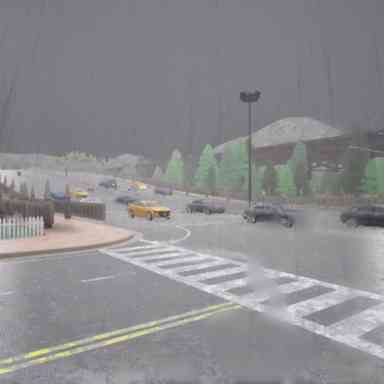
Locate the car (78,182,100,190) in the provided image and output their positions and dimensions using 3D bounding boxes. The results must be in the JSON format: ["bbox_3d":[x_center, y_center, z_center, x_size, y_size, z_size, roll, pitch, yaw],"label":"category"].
[{"bbox_3d":[-19.054,-0.969,60.163,2.097,1.767,4.553,0,7,-37],"label":"car"}]

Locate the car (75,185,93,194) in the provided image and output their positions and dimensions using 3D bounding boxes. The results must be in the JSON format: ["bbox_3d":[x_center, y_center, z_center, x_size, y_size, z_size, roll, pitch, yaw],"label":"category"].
[{"bbox_3d":[-17.798,0.230,52.559,1.882,1.535,5.008,0,6,-37],"label":"car"}]

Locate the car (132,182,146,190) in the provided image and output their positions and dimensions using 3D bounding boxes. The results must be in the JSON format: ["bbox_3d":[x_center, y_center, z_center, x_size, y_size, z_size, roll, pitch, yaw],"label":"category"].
[{"bbox_3d":[-11.950,-1.425,74.018,1.882,1.535,5.008,0,7,-37],"label":"car"}]

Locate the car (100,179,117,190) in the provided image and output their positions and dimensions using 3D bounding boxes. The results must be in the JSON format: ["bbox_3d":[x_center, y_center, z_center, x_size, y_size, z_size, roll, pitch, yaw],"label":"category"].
[{"bbox_3d":[-17.648,-1.706,69.989,2.150,2.045,5.566,0,7,-37],"label":"car"}]

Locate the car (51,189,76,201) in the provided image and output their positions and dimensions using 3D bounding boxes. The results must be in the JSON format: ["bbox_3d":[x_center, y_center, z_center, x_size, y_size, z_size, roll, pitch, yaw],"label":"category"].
[{"bbox_3d":[-19.060,0.480,48.388,1.882,1.535,5.008,0,6,-37],"label":"car"}]

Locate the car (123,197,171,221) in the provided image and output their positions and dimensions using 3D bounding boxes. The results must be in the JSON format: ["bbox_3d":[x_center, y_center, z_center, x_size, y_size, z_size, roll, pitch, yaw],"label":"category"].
[{"bbox_3d":[-3.632,1.474,27.939,1.882,1.535,5.008,0,0,-37],"label":"car"}]

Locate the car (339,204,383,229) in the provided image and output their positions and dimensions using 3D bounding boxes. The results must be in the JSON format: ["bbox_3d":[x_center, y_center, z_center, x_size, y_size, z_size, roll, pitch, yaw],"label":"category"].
[{"bbox_3d":[11.354,1.505,19.788,1.837,1.490,4.892,0,0,-37],"label":"car"}]

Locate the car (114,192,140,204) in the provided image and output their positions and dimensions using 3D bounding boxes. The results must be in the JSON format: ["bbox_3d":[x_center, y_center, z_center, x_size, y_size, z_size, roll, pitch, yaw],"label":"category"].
[{"bbox_3d":[-9.245,1.146,46.948,1.895,1.301,4.718,0,4,-37],"label":"car"}]

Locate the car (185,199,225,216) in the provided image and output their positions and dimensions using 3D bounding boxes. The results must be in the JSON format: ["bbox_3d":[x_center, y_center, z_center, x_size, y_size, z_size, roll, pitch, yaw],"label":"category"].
[{"bbox_3d":[1.250,1.498,33.089,1.837,1.490,4.892,0,0,-37],"label":"car"}]

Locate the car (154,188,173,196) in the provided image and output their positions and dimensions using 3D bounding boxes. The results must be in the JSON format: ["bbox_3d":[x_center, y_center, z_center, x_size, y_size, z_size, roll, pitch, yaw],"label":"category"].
[{"bbox_3d":[-5.686,-0.126,65.843,2.128,1.511,4.902,0,7,-37],"label":"car"}]

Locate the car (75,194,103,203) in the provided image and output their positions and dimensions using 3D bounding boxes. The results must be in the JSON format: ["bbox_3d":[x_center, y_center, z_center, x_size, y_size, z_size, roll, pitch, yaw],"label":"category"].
[{"bbox_3d":[-11.553,1.338,38.417,1.812,1.442,4.674,0,2,-37],"label":"car"}]

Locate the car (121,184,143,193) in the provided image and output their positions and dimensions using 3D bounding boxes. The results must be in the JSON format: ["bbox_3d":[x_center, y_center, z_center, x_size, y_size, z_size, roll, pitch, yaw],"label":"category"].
[{"bbox_3d":[-11.528,-0.064,61.964,1.895,1.301,4.718,0,7,-37],"label":"car"}]

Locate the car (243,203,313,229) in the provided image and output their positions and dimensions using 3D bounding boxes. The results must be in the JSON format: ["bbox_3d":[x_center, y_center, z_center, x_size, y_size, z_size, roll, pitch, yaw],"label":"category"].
[{"bbox_3d":[5.483,1.493,21.728,2.128,1.511,4.902,0,0,-37],"label":"car"}]

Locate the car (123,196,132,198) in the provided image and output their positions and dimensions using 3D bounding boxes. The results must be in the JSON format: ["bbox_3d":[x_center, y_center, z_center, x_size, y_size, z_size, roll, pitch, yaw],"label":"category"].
[{"bbox_3d":[-4.996,1.523,35.527,2.033,1.411,5.357,0,1,-37],"label":"car"}]
